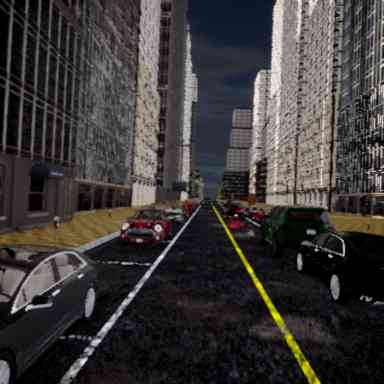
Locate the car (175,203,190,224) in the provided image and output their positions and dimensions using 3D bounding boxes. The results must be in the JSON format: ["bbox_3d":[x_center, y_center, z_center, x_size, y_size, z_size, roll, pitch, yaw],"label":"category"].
[{"bbox_3d":[-1.545,1.807,27.286,2.008,1.369,4.403,3,-1,3],"label":"car"}]

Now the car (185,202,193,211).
[{"bbox_3d":[-1.277,1.881,32.968,1.887,1.381,4.507,3,-1,3],"label":"car"}]

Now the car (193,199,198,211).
[{"bbox_3d":[-0.475,2.121,50.016,1.887,1.381,4.507,3,-1,3],"label":"car"}]

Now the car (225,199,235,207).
[{"bbox_3d":[9.502,2.740,83.689,2.192,1.841,5.009,3,-1,3],"label":"car"}]

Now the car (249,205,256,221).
[{"bbox_3d":[7.085,2.242,32.548,1.887,1.381,4.507,3,-1,3],"label":"car"}]

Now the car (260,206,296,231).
[{"bbox_3d":[6.823,2.059,26.866,1.967,1.590,4.097,3,-1,3],"label":"car"}]

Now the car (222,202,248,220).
[{"bbox_3d":[4.564,2.130,35.752,1.837,1.490,4.892,2,-1,3],"label":"car"}]

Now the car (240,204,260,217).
[{"bbox_3d":[7.620,2.408,43.912,2.008,1.369,4.403,3,-1,3],"label":"car"}]

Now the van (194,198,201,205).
[{"bbox_3d":[1.406,2.487,89.794,1.690,1.788,3.998,3,-1,3],"label":"van"}]

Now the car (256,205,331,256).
[{"bbox_3d":[4.468,1.597,14.814,2.150,2.045,5.566,2,-1,3],"label":"car"}]

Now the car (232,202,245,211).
[{"bbox_3d":[8.421,2.665,60.957,1.947,1.339,4.313,3,-1,3],"label":"car"}]

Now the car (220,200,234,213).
[{"bbox_3d":[5.036,2.278,46.242,1.837,1.490,4.892,2,0,3],"label":"car"}]

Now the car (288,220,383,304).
[{"bbox_3d":[4.171,1.793,8.788,1.837,1.490,4.892,2,-1,3],"label":"car"}]

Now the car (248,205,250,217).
[{"bbox_3d":[7.351,2.359,38.230,1.802,1.307,4.206,3,-1,3],"label":"car"}]

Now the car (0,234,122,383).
[{"bbox_3d":[-2.614,1.491,4.557,2.008,1.369,4.403,3,-1,3],"label":"car"}]

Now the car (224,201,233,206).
[{"bbox_3d":[9.758,3.052,89.369,1.887,1.381,4.507,3,-1,3],"label":"car"}]

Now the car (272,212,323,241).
[{"bbox_3d":[6.550,2.090,21.184,2.008,1.369,4.403,3,-1,3],"label":"car"}]

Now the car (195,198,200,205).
[{"bbox_3d":[1.128,2.614,84.109,2.008,1.369,4.403,3,-1,3],"label":"car"}]

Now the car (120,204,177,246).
[{"bbox_3d":[-2.074,1.538,15.924,1.967,1.590,4.097,3,-1,3],"label":"car"}]
